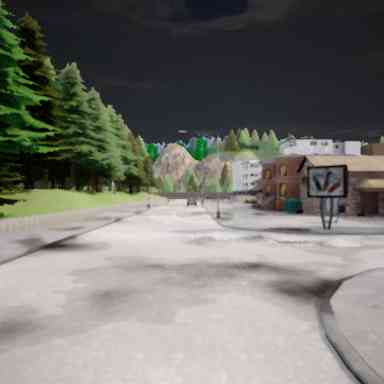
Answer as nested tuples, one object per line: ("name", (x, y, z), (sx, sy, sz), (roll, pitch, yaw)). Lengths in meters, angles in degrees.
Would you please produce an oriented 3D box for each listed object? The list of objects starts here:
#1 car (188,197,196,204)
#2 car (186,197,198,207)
("car", (-0.019, 1.822, 72.421), (1.837, 1.490, 4.892), (0, 0, 0))
("car", (-0.016, 1.911, 62.000), (2.128, 1.511, 4.902), (0, 0, 0))
